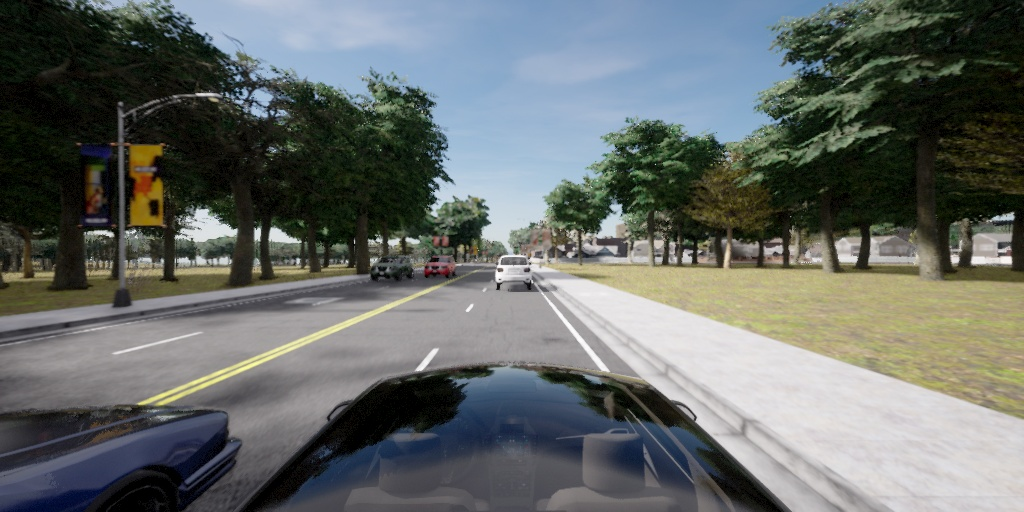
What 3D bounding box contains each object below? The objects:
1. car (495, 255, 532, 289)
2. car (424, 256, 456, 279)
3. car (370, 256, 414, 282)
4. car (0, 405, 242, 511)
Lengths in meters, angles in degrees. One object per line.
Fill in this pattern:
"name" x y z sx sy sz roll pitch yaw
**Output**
"car" 0.108 0.975 23.205 2.150 2.045 5.566 0 0 0
"car" -6.583 0.989 33.386 2.150 2.045 5.566 0 -1 0
"car" -9.835 0.983 29.873 2.150 2.045 5.566 0 0 0
"car" -3.150 1.298 0.450 2.033 1.411 5.357 0 0 0
